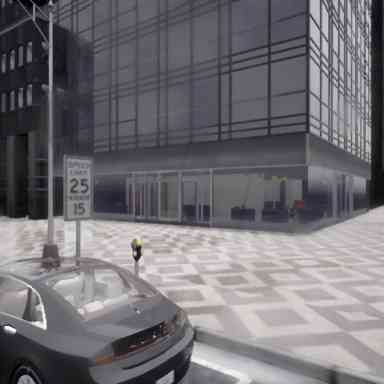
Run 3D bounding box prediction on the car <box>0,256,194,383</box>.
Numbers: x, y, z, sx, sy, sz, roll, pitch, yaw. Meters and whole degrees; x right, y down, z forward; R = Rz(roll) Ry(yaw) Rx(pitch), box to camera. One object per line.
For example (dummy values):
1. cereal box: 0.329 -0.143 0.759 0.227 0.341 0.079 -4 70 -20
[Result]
1. car: -2.028 1.550 4.409 4.403 1.369 2.008 0 0 36
